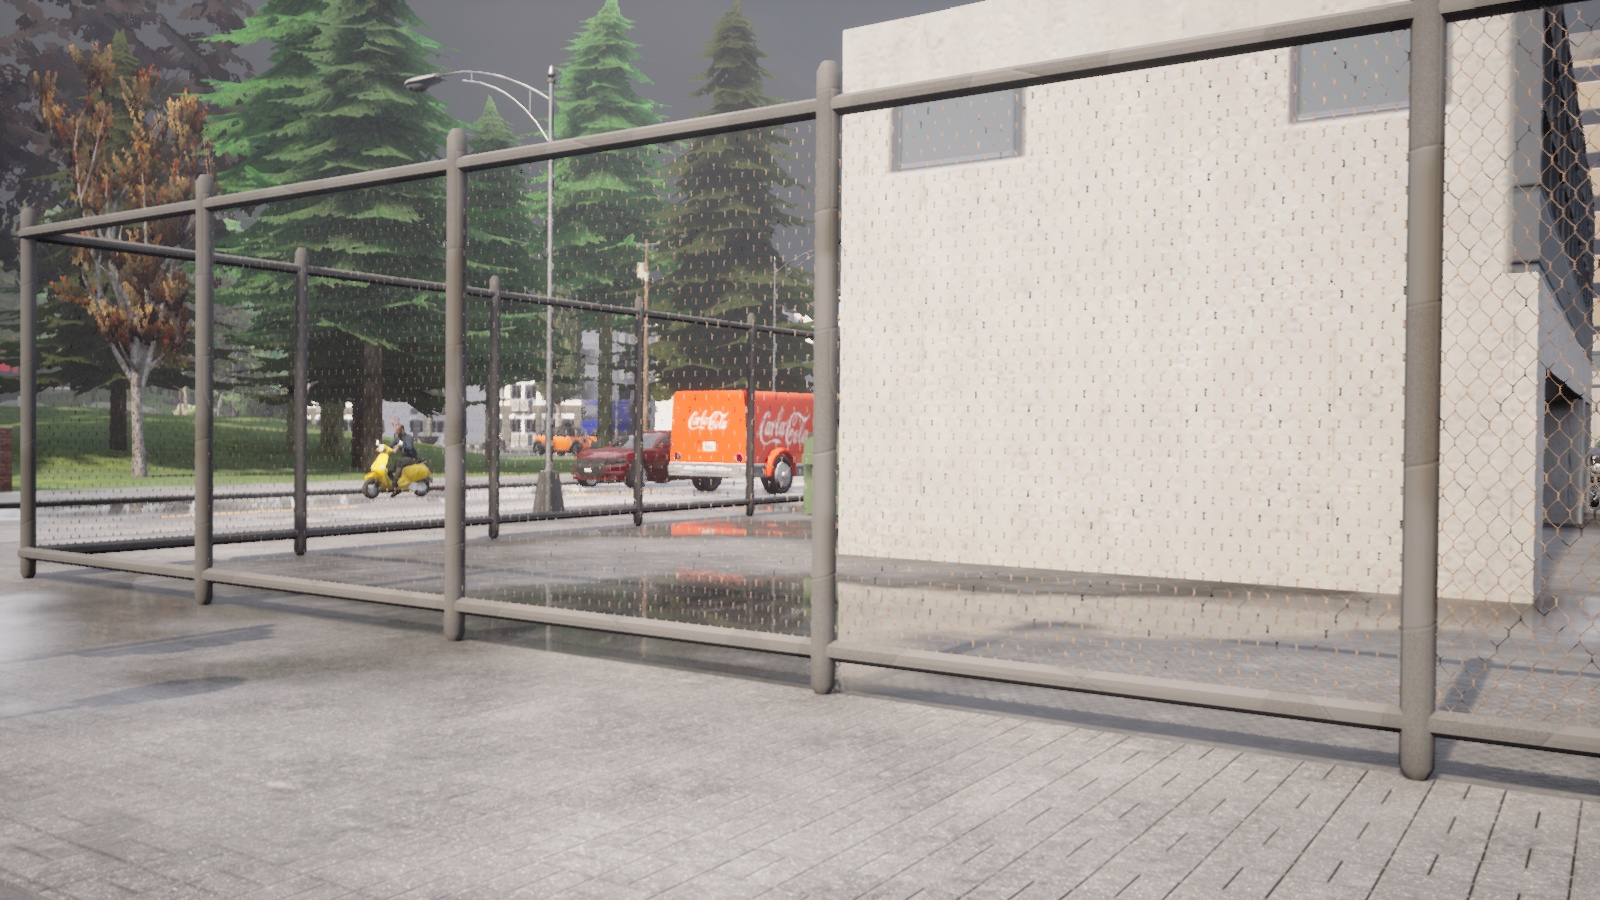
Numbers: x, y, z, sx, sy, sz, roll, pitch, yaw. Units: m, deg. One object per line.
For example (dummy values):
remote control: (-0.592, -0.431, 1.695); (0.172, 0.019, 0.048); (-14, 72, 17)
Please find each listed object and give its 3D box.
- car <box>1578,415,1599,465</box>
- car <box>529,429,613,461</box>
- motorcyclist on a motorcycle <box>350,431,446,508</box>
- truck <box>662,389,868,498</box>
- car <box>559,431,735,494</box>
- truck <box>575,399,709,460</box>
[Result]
car: (31.696, -0.407, 47.448); (3.866, 1.878, 1.905); (0, 1, 34)
car: (-13.209, -0.283, 72.387); (4.553, 1.767, 2.097); (0, 1, 34)
motorcyclist on a motorcycle: (-8.591, 0.394, 26.903); (0.866, 1.590, 1.817); (0, 1, 33)
truck: (-0.750, -0.183, 31.467); (2.627, 2.467, 5.204); (0, 1, 33)
car: (-4.000, 0.282, 33.806); (1.882, 1.535, 5.008); (0, 1, 34)
truck: (-9.456, -1.188, 74.680); (7.936, 3.462, 2.891); (0, 1, 33)
